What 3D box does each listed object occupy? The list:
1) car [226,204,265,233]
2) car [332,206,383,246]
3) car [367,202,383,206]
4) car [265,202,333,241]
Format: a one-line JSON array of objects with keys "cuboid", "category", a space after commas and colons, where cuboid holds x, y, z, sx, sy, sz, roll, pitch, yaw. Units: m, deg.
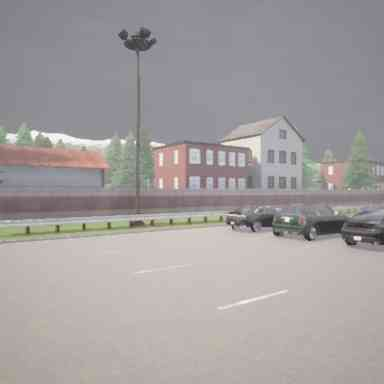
[{"cuboid": [4.204, 1.494, 19.765, 4.902, 1.511, 2.128, 0, 0, -35], "category": "car"}, {"cuboid": [8.269, 1.516, 14.066, 4.892, 1.490, 1.837, 0, 0, -35], "category": "car"}, {"cuboid": [16.416, 1.563, 28.476, 5.357, 1.411, 2.033, 0, 0, -35], "category": "car"}, {"cuboid": [6.212, 1.365, 16.898, 4.553, 1.767, 2.097, 0, 0, -35], "category": "car"}]
